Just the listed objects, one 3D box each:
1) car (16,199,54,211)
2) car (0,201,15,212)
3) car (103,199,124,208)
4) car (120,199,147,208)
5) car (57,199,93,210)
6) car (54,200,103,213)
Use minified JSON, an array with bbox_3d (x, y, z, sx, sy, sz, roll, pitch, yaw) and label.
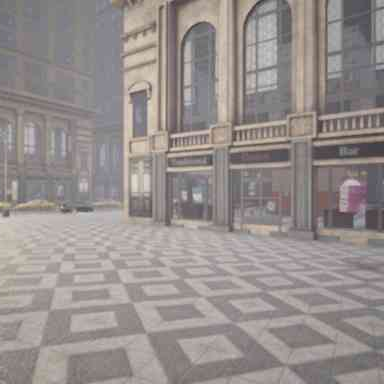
[{"bbox_3d":[-19.468,1.595,41.450,1.752,1.417,4.829,-1,-1,36],"label":"car"},{"bbox_3d":[-22.698,1.521,36.949,1.752,1.417,4.829,-1,-1,36],"label":"car"},{"bbox_3d":[-13.007,1.738,50.452,1.752,1.417,4.829,-1,-1,36],"label":"car"},{"bbox_3d":[-9.677,1.850,55.090,1.947,1.339,4.313,-1,-1,36],"label":"car"},{"bbox_3d":[-16.138,1.710,46.088,1.947,1.339,4.313,-1,-1,36],"label":"car"},{"bbox_3d":[-12.438,1.657,36.623,1.947,1.339,4.313,-1,-1,36],"label":"car"}]
